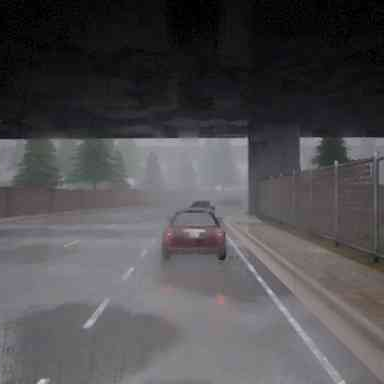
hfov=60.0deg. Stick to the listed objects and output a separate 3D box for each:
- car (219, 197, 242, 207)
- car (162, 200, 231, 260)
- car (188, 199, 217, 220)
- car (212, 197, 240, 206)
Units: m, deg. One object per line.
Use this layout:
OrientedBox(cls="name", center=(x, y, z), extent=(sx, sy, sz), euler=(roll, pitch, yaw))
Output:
OrientedBox(cls="car", center=(5.480, 1.513, 51.049), extent=(4.674, 1.442, 1.812), euler=(0, 0, -27))
OrientedBox(cls="car", center=(0.083, 1.350, 12.493), extent=(2.097, 1.767, 4.553), euler=(0, 0, 0))
OrientedBox(cls="car", center=(1.021, 1.470, 29.582), extent=(1.882, 1.535, 5.008), euler=(0, 0, 10))
OrientedBox(cls="car", center=(5.696, 1.551, 55.168), extent=(4.181, 1.385, 1.994), euler=(0, 0, -22))
